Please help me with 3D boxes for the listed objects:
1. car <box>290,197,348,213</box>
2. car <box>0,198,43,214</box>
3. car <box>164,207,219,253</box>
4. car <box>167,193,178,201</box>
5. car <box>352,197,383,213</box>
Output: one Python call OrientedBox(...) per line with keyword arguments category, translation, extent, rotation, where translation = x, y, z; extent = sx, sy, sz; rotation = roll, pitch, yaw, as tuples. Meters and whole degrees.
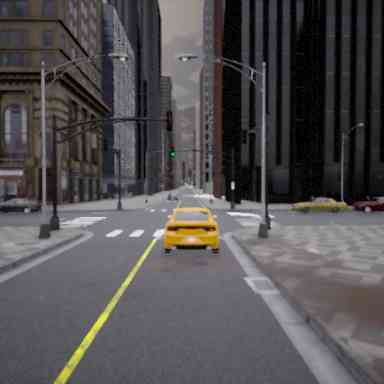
OrientedBox(category="car", translation=(11.367, 1.127, 29.903), extent=(4.829, 1.417, 1.752), rotation=(0, 2, -1))
OrientedBox(category="car", translation=(-15.552, 1.235, 29.616), extent=(4.403, 1.369, 2.008), rotation=(0, 2, -1))
OrientedBox(category="car", translation=(0.012, 1.344, 13.147), extent=(1.882, 1.535, 5.008), rotation=(0, 1, 1))
OrientedBox(category="car", translation=(-3.489, 0.903, 61.245), extent=(1.812, 1.442, 4.674), rotation=(0, 1, 0))
OrientedBox(category="car", translation=(16.837, 1.133, 29.963), extent=(4.507, 1.381, 1.887), rotation=(0, 2, -1))
